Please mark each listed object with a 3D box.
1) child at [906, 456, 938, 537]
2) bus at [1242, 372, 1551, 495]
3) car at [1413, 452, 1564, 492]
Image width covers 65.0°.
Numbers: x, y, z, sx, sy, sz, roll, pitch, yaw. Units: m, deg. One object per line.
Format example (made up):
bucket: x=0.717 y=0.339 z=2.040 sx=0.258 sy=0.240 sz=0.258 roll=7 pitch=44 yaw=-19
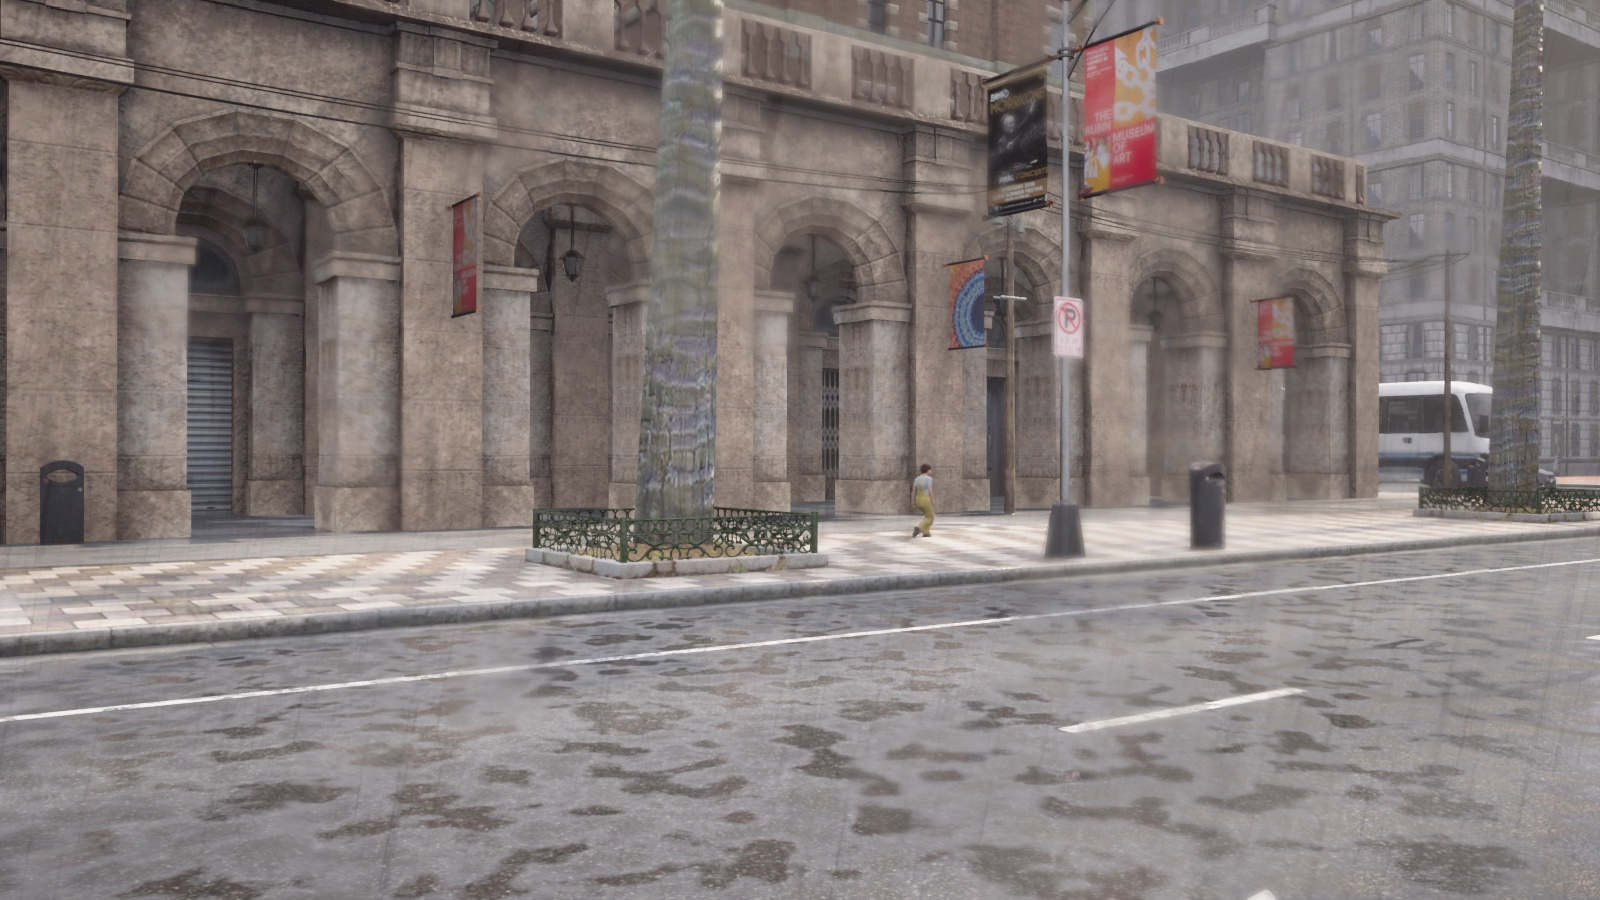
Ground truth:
child: x=1.931 y=0.726 z=19.899 sx=0.437 sy=1.263 sz=0.270 roll=0 pitch=0 yaw=-35
bus: x=22.863 y=-0.560 z=48.917 sx=3.944 sy=4.253 sz=10.273 roll=0 pitch=0 yaw=-35
car: x=26.913 y=0.813 z=49.256 sx=1.837 sy=1.490 sz=4.892 roll=0 pitch=0 yaw=-34
